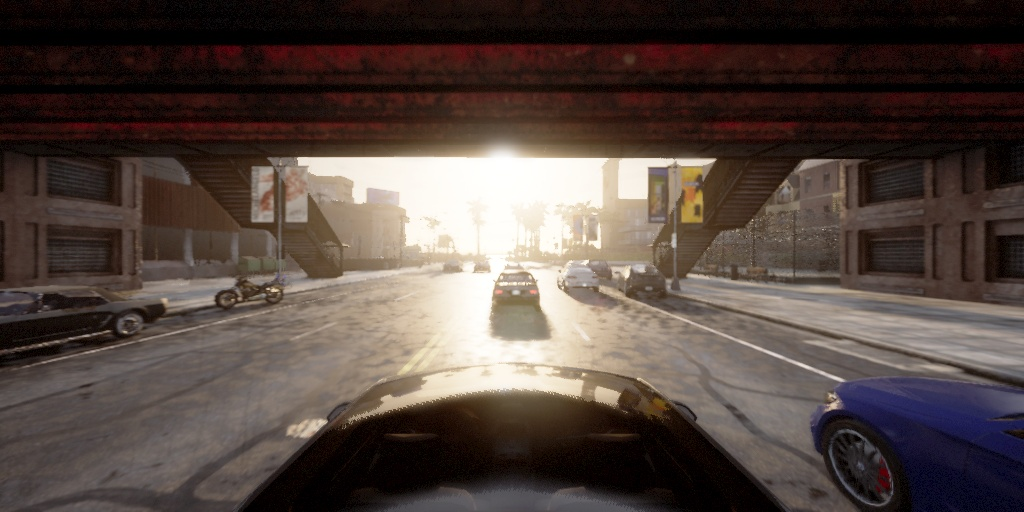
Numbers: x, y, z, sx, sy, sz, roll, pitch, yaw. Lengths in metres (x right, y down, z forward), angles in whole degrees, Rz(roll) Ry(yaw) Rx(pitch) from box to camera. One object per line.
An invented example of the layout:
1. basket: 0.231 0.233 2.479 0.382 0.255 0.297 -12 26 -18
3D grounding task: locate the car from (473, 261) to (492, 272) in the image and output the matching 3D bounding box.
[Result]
1. car: -3.482 1.228 42.891 1.994 1.385 4.181 0 0 0

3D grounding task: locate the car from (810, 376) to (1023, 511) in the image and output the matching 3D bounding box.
1. car: 3.610 1.279 1.265 1.812 1.442 4.674 0 0 0

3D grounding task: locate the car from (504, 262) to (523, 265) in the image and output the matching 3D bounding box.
1. car: 0.145 1.235 32.232 1.994 1.385 4.181 0 0 0

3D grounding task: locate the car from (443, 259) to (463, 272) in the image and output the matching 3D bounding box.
1. car: -6.982 1.146 42.882 1.882 1.535 5.008 0 0 0

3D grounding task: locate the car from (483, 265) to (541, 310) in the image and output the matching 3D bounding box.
1. car: 0.154 1.265 14.543 2.033 1.411 5.357 0 0 0

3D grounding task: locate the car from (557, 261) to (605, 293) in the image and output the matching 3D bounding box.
1. car: 3.683 1.229 20.485 1.812 1.442 4.674 0 0 0
